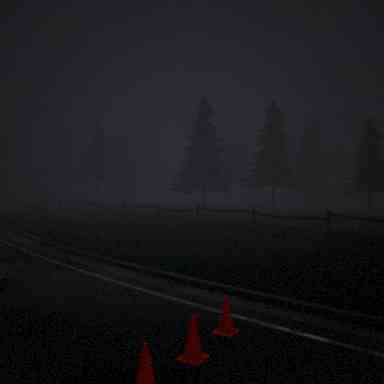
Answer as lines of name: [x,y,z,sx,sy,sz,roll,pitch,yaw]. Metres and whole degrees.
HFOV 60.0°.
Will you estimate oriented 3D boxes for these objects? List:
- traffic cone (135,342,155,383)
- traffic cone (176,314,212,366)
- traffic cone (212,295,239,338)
traffic cone: [-0.520,1.956,3.667,0.340,0.580,0.340,0,0,32]
traffic cone: [0.010,1.959,4.515,0.340,0.580,0.340,0,0,32]
traffic cone: [0.540,1.963,5.363,0.340,0.580,0.340,0,0,32]
